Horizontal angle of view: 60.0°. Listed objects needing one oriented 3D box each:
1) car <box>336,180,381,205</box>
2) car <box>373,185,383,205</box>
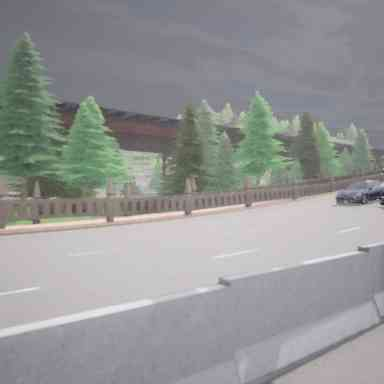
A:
[{"bbox_3d":[13.463,-0.040,26.512,4.553,1.767,2.097,-7,4,-35],"label":"car"},{"bbox_3d":[15.477,0.158,23.652,5.357,1.411,2.033,-7,4,-35],"label":"car"}]
